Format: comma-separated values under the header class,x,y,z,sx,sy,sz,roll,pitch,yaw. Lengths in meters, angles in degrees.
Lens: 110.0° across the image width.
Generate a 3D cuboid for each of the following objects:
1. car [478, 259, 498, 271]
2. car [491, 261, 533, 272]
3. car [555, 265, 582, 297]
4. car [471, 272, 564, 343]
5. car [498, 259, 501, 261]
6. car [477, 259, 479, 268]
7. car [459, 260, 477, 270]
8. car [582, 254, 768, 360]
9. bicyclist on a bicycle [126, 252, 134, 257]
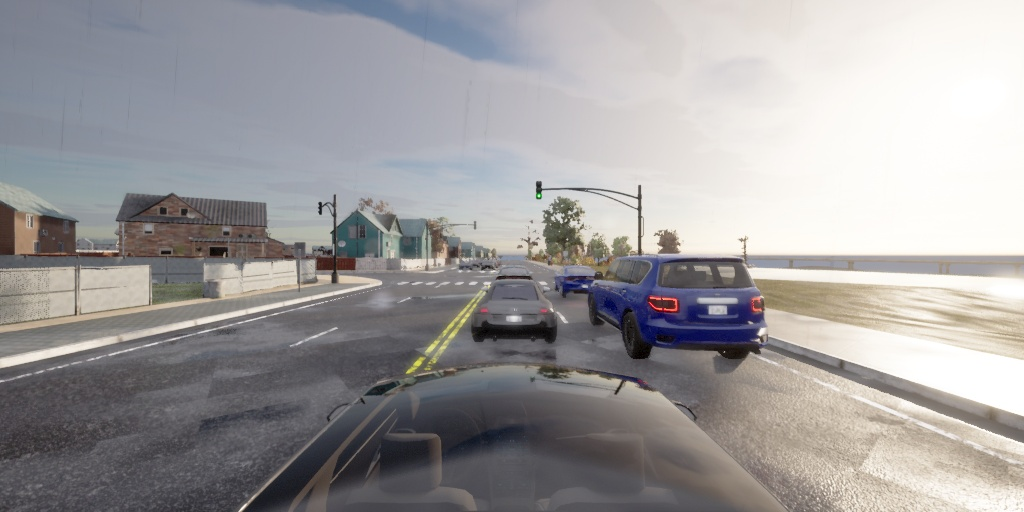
class,x,y,z,sx,sy,sz,roll,pitch,yaw
car,-3.321,1.281,51.147,1.837,1.490,4.892,0,0,0
car,0.107,1.228,19.097,1.882,1.535,5.008,0,0,0
car,3.358,1.228,18.924,1.882,1.535,5.008,0,0,1
car,0.088,1.314,9.697,1.994,1.385,4.181,0,0,1
car,-3.306,1.315,60.410,1.812,1.442,4.674,0,0,0
car,-6.549,1.340,62.426,2.033,1.411,5.357,0,0,0
car,-6.600,1.325,52.232,2.033,1.411,5.357,0,0,-2
car,3.348,0.971,8.504,2.150,2.045,5.566,0,0,0
bicyclist on a bicycle,-29.604,0.544,27.779,0.582,1.620,1.656,1,0,-35
